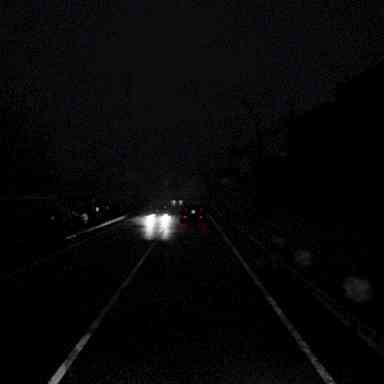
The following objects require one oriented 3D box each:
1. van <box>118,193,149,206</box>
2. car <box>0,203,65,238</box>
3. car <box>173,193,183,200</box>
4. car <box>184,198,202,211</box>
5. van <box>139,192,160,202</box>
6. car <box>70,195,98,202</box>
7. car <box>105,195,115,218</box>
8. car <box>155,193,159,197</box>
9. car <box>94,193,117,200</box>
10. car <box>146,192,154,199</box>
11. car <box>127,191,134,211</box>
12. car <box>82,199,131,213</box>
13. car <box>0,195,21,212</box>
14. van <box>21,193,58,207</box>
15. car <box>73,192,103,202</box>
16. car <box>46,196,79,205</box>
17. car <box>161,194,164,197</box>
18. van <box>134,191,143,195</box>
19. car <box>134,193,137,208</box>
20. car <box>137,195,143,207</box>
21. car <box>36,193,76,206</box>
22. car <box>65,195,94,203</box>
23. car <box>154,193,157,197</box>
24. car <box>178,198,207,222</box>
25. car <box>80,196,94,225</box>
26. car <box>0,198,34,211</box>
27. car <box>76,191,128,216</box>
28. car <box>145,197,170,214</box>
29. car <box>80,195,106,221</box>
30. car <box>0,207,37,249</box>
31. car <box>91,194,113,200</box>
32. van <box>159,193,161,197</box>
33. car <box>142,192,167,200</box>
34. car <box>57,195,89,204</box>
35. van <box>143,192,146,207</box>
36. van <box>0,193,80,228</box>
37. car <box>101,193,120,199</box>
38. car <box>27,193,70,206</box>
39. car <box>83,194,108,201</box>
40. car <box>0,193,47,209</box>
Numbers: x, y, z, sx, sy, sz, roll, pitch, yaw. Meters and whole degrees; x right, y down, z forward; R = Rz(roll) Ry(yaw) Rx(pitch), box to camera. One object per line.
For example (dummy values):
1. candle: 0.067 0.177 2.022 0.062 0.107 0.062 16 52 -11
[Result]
1. van: -9.065 1.163 51.809 4.442 1.987 1.878 0 0 0
2. car: -8.893 1.444 15.369 5.008 1.535 2.097 0 0 0
3. car: -3.252 1.064 76.186 1.837 1.490 4.892 0 0 0
4. car: 0.099 1.466 41.474 2.033 1.411 5.357 0 0 0
5. van: -9.092 1.033 71.441 4.442 1.987 1.878 0 1 0
6. car: -22.044 1.294 67.864 4.892 1.521 2.231 0 1 0
7. car: -8.883 1.302 26.582 4.553 1.767 2.185 0 0 0
8. car: -8.989 1.382 60.229 4.792 1.488 2.163 0 0 0
9. car: -21.888 1.134 84.516 5.366 1.575 1.946 0 1 0
10. car: -8.917 1.142 49.009 5.566 2.045 2.435 0 0 0
11. car: -8.893 1.168 32.188 5.566 2.045 2.435 0 0 0
12. car: -8.923 1.455 34.992 4.674 1.452 2.002 0 0 0
13. car: -22.039 1.287 37.322 4.553 1.767 2.185 0 0 0
14. van: -22.140 1.170 48.425 4.442 1.987 1.878 0 0 0
15. car: -22.025 1.016 70.636 5.566 2.045 2.435 0 1 0
16. car: -22.064 1.400 56.754 4.792 1.488 2.163 0 0 0
17. car: -8.966 1.285 68.640 5.008 1.535 2.097 0 1 0
18. van: -9.054 1.176 43.401 4.442 1.987 1.878 0 0 0
19. car: -8.961 1.285 37.795 4.553 1.767 2.185 0 0 0
20. car: -8.927 1.407 40.598 4.892 1.521 2.231 0 0 0
21. car: -22.003 1.131 53.978 5.566 2.045 2.435 0 0 0
22. car: -22.041 1.317 65.086 5.008 1.535 2.097 0 0 0
23. car: -8.954 1.407 57.421 4.674 1.452 2.002 0 0 0
24. car: 0.099 1.455 26.209 2.163 1.488 4.792 0 0 0
25. car: -8.937 1.310 20.975 4.553 1.767 2.185 0 0 0
26. car: -21.984 1.438 40.100 4.792 1.488 2.163 0 0 0
27. car: -8.889 1.172 29.385 5.566 2.045 2.435 0 0 0
28. car: -3.349 1.537 34.535 1.895 1.301 4.718 0 0 0
29. car: -8.879 1.306 23.778 4.553 1.767 2.185 0 0 0
30. car: -8.865 1.478 12.566 4.792 1.488 2.163 0 0 0
31. car: -22.099 1.193 81.741 4.792 1.488 2.163 0 1 0
32. van: -8.851 1.085 65.831 4.442 1.987 1.878 0 1 0
33. car: -8.959 0.929 79.851 5.566 2.045 2.435 0 1 0
34. car: -22.227 1.335 62.309 5.366 1.575 1.946 0 0 0
35. van: -9.058 1.172 46.204 4.442 1.987 1.878 0 0 0
36. van: -8.786 1.214 18.172 4.442 1.987 1.878 0 0 0
37. car: -22.052 1.115 90.068 4.792 1.488 2.163 0 1 0
38. car: -22.056 1.140 51.202 5.566 2.045 2.435 0 0 0
39. car: -22.067 1.215 76.190 5.008 1.535 2.097 0 1 0
40. car: -22.045 1.153 42.875 5.566 2.045 2.435 0 0 0
